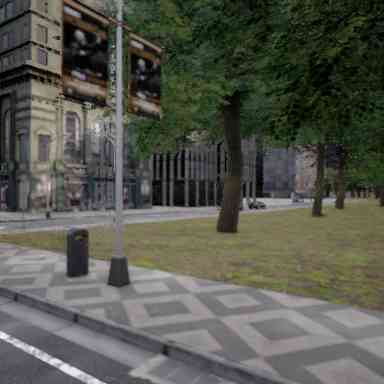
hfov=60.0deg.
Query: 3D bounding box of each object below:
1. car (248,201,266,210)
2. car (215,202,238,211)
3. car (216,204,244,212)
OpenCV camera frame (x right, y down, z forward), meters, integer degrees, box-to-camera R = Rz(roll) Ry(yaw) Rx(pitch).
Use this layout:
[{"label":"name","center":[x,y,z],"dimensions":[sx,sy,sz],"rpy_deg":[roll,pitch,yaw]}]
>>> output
[{"label":"car","center":[11.498,2.388,58.463],"dimensions":[1.837,1.490,4.892],"rpy_deg":[0,0,34]},{"label":"car","center":[5.754,2.371,55.322],"dimensions":[1.994,1.385,4.181],"rpy_deg":[0,0,34]},{"label":"car","center":[6.059,2.375,50.314],"dimensions":[1.895,1.301,4.718],"rpy_deg":[0,-1,35]}]
